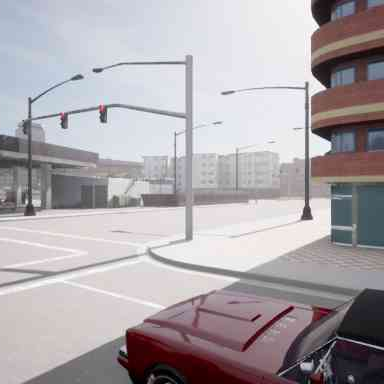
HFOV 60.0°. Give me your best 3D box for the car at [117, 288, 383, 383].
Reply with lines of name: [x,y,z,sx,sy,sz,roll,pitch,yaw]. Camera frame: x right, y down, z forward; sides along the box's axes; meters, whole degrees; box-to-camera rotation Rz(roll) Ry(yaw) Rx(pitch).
car: [1.551,1.601,2.867,4.718,1.301,1.895,0,0,36]

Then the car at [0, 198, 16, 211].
car: [-22.300,1.456,38.828,3.806,1.475,1.970,0,0,36]
